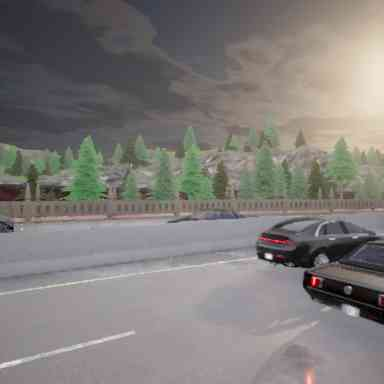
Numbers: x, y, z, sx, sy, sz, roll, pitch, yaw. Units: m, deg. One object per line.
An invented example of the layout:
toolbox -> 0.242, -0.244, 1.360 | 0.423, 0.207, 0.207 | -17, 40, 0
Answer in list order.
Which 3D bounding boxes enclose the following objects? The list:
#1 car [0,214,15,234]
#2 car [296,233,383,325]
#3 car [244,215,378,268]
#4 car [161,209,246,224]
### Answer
car -> -11.472, 1.566, 17.094 | 4.181, 1.385, 1.994 | 0, 0, -34
car -> 4.444, 1.605, 6.419 | 4.718, 1.301, 1.895 | 0, 0, -30
car -> 4.180, 1.513, 10.228 | 4.892, 1.490, 1.837 | 0, -1, -30
car -> 1.027, 1.567, 16.766 | 5.357, 1.411, 2.033 | 0, 0, -29
